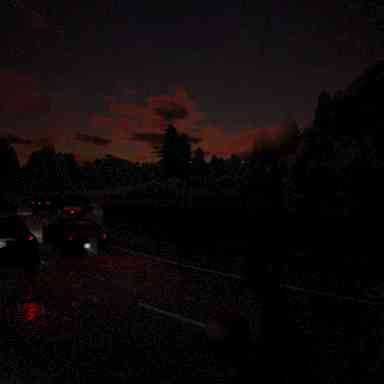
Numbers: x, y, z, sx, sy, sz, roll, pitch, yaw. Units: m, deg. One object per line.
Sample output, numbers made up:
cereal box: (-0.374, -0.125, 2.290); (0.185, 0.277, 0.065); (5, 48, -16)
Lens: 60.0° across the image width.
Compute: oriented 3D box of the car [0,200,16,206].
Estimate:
car: (-18.734, 1.541, 32.475); (1.837, 1.490, 4.892); (0, -1, -6)

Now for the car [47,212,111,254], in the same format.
car: (-5.290, 1.797, 14.694); (1.895, 1.301, 4.718); (1, -1, -34)

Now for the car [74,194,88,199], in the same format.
car: (-18.096, 1.251, 52.344); (2.150, 2.045, 5.566); (1, 1, 4)

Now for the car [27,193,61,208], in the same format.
car: (-21.821, 1.223, 49.298); (2.150, 2.045, 5.566); (1, 0, 4)

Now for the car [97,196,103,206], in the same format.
car: (-14.324, 1.395, 55.972); (2.097, 1.767, 4.553); (1, 0, 4)

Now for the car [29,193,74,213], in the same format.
car: (-15.540, 1.323, 36.849); (2.150, 2.045, 5.566); (0, -1, 3)

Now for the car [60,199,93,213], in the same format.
car: (-12.036, 1.745, 35.544); (1.895, 1.301, 4.718); (1, 0, -1)

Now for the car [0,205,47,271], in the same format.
car: (-6.522, 1.460, 10.663); (2.097, 1.767, 4.553); (2, -1, -39)
